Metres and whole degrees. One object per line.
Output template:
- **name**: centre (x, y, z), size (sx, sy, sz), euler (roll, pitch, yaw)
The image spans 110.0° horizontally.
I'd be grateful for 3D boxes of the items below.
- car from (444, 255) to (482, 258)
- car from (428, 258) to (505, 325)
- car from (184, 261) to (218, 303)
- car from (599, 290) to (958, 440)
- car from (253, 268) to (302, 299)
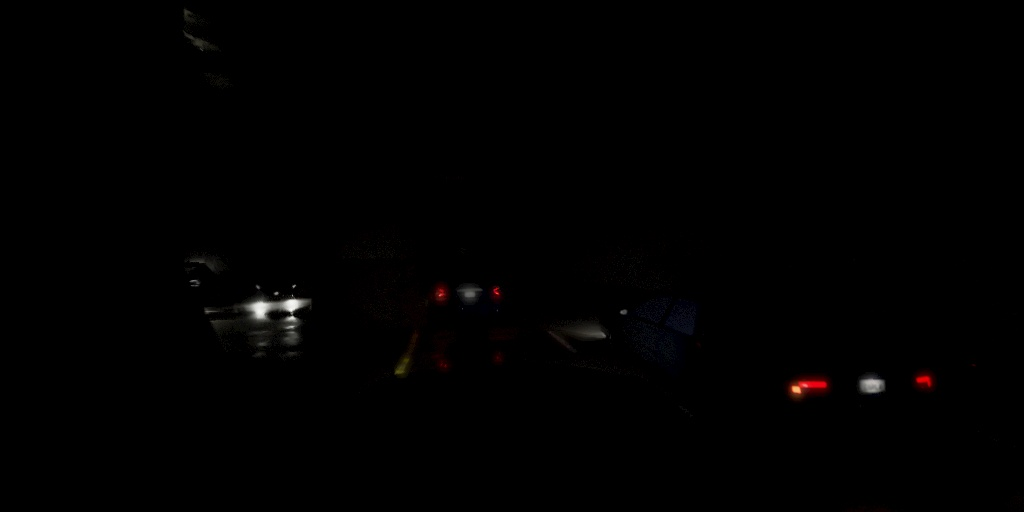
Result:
- **car**: centre (-3.818, 0.947, 25.271), size (2.150, 2.045, 5.566), euler (0, 0, -33)
- **car**: centre (-1.691, 1.091, 12.075), size (2.097, 1.767, 4.553), euler (0, 0, -14)
- **car**: centre (-14.635, 1.124, 15.836), size (2.097, 1.767, 4.553), euler (0, 0, -32)
- **car**: centre (3.165, 1.282, 5.911), size (2.033, 1.411, 5.357), euler (0, 0, -6)
- **car**: centre (-12.005, 1.308, 18.497), size (2.033, 1.411, 5.357), euler (0, 0, -31)
